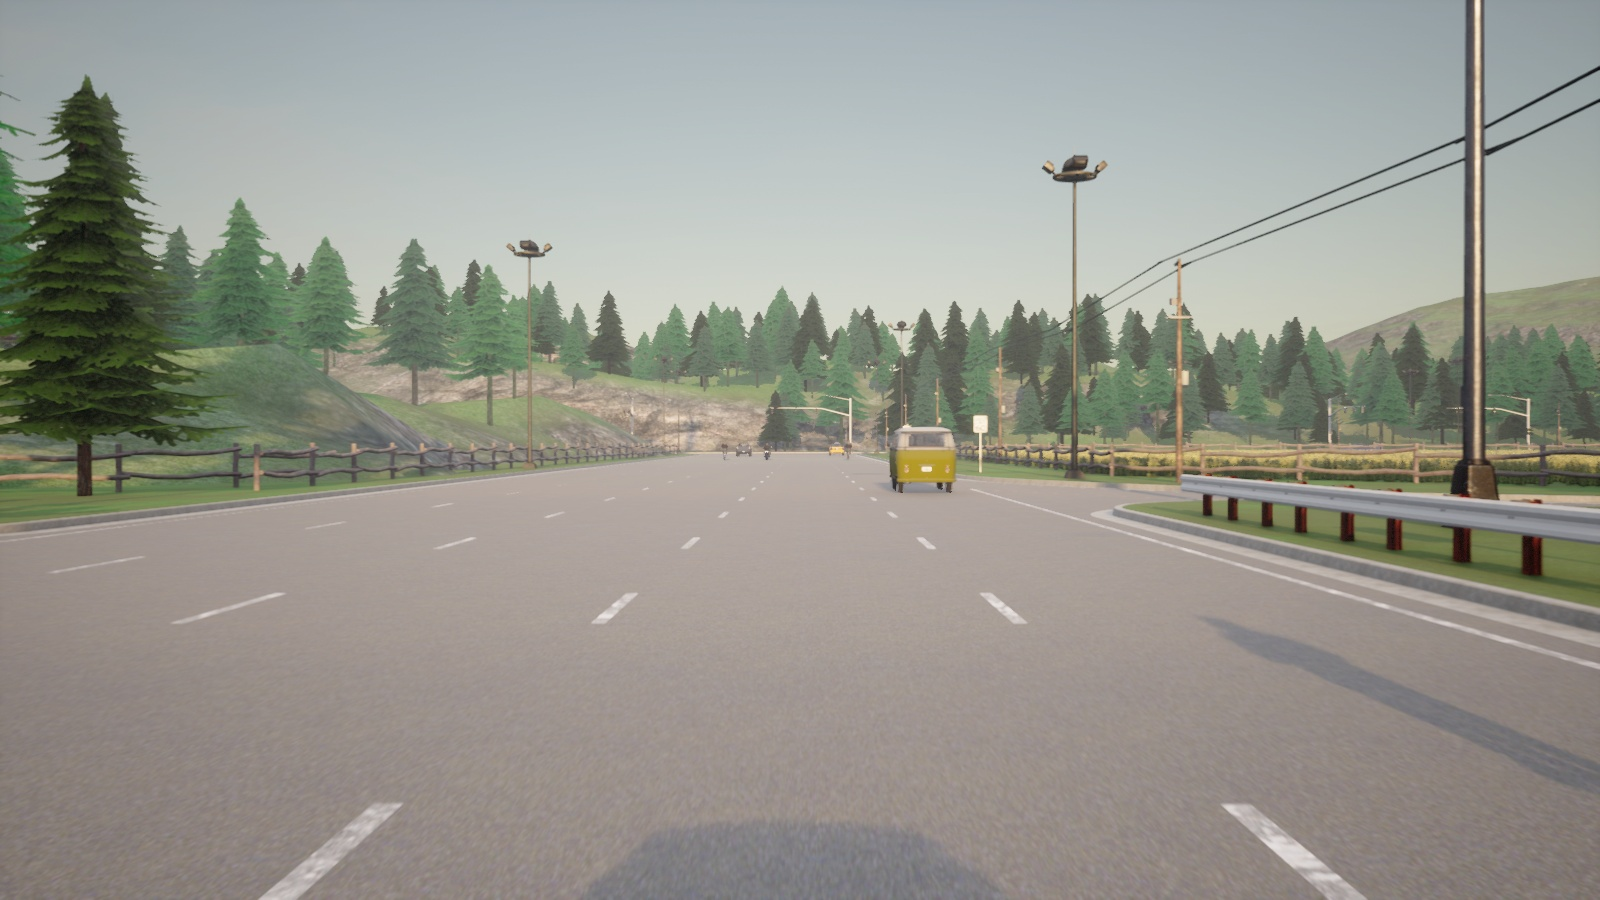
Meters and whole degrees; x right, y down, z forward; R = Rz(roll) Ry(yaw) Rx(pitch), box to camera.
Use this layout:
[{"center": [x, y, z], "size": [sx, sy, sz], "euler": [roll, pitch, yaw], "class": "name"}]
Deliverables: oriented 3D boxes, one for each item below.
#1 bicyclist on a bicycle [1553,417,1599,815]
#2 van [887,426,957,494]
[{"center": [3.541, 0.676, 4.596], "size": [0.582, 1.620, 1.656], "euler": [0, 0, 0], "class": "bicyclist on a bicycle"}, {"center": [3.736, 0.283, 39.055], "size": [1.775, 1.987, 4.442], "euler": [0, 0, 0], "class": "van"}]
